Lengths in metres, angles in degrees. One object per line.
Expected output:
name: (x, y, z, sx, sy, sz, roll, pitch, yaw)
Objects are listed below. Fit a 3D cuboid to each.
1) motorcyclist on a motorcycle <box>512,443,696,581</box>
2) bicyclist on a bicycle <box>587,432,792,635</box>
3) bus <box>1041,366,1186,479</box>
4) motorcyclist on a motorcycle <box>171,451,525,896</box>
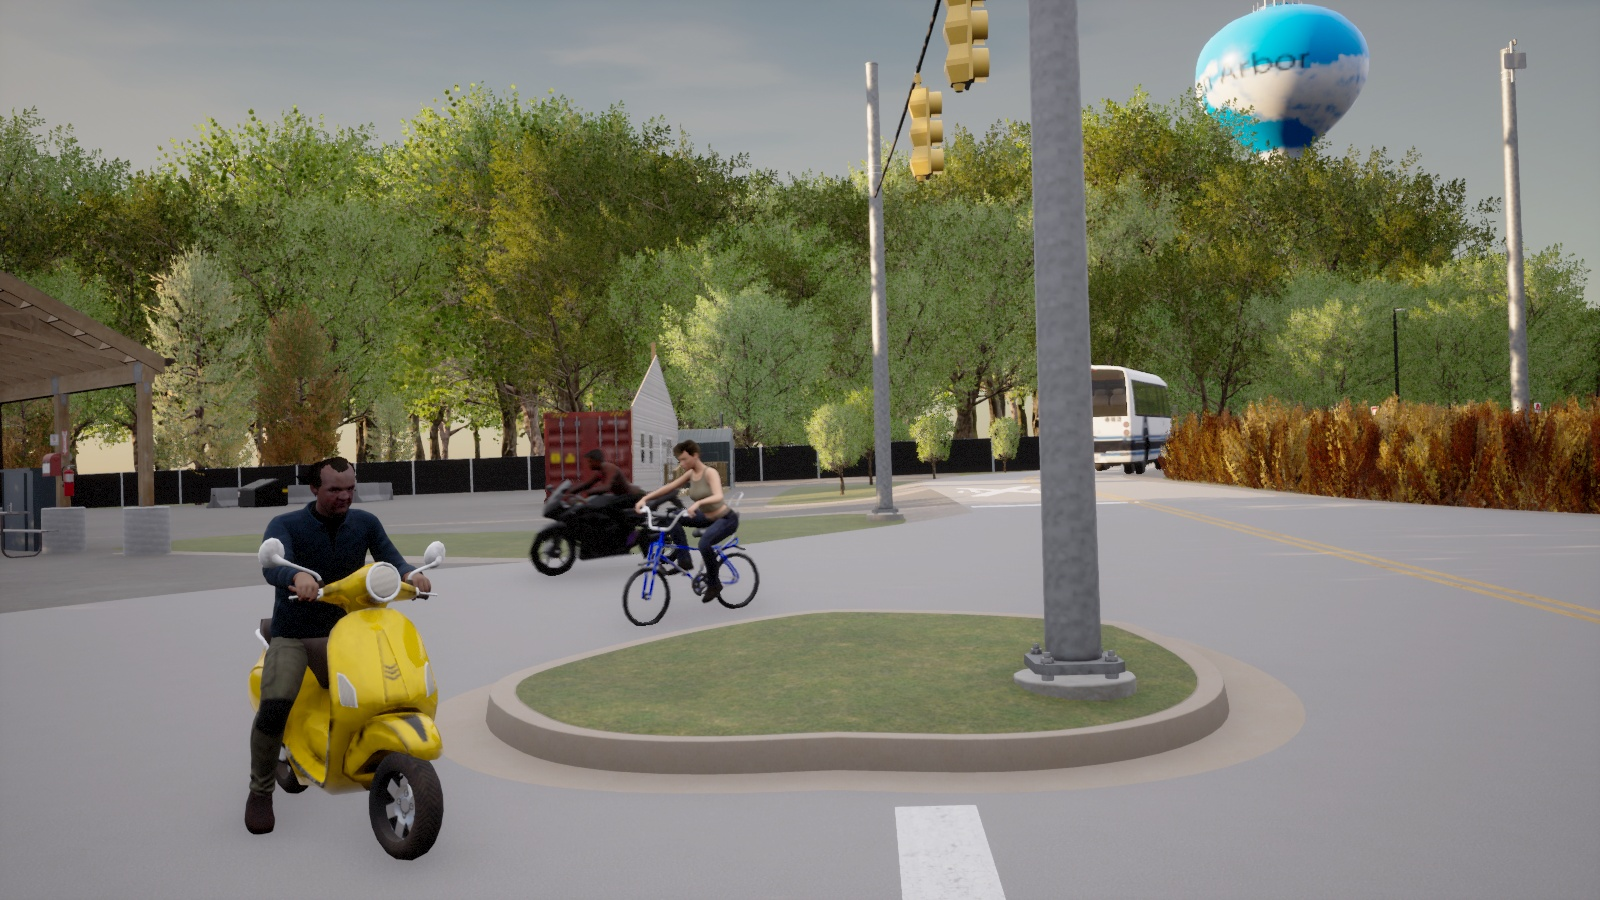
motorcyclist on a motorcycle: (-2.410, 0.722, 15.504, 2.044, 1.523, 0.797, -3, 2, -28)
bicyclist on a bicycle: (-0.994, 0.709, 11.417, 1.509, 1.612, 0.866, -6, 3, -37)
bus: (13.480, -1.073, 53.127, 3.944, 4.253, 10.273, -1, 0, 25)
motorcyclist on a motorcycle: (-2.030, 0.808, 5.478, 0.866, 1.590, 1.817, 0, 0, -40)
